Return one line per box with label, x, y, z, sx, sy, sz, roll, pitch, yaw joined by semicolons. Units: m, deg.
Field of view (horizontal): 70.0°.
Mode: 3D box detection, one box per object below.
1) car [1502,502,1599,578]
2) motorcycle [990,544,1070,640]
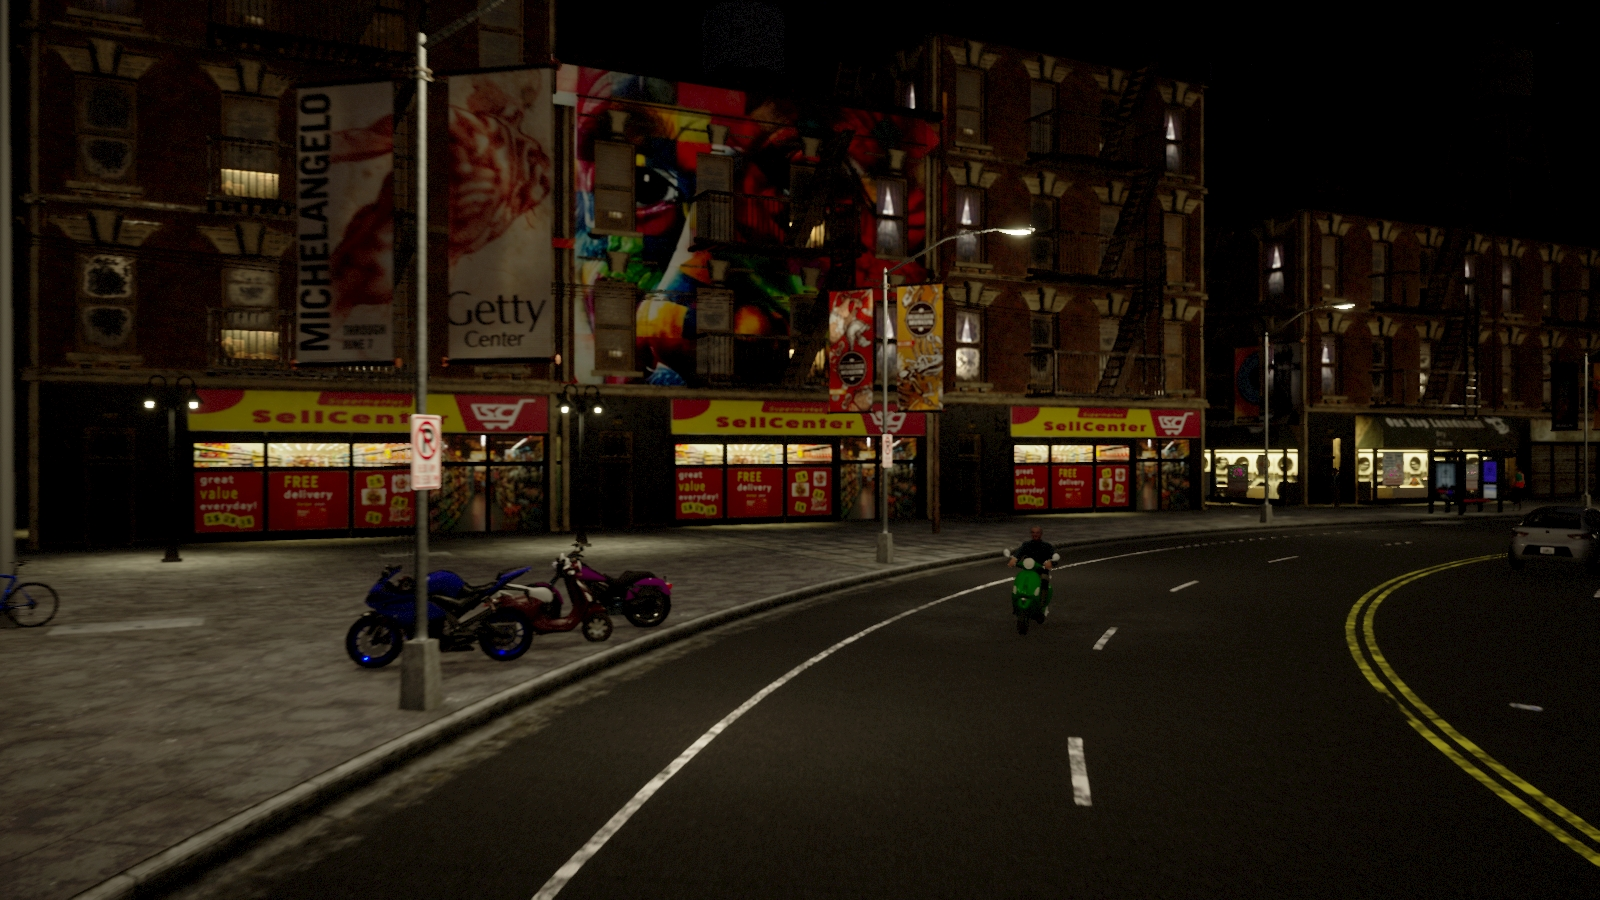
car;18.349;2.070;27.230;4.193;1.474;1.816;0;0;-45
motorcycle;3.621;2.183;17.886;0.856;1.236;1.805;2;1;23
